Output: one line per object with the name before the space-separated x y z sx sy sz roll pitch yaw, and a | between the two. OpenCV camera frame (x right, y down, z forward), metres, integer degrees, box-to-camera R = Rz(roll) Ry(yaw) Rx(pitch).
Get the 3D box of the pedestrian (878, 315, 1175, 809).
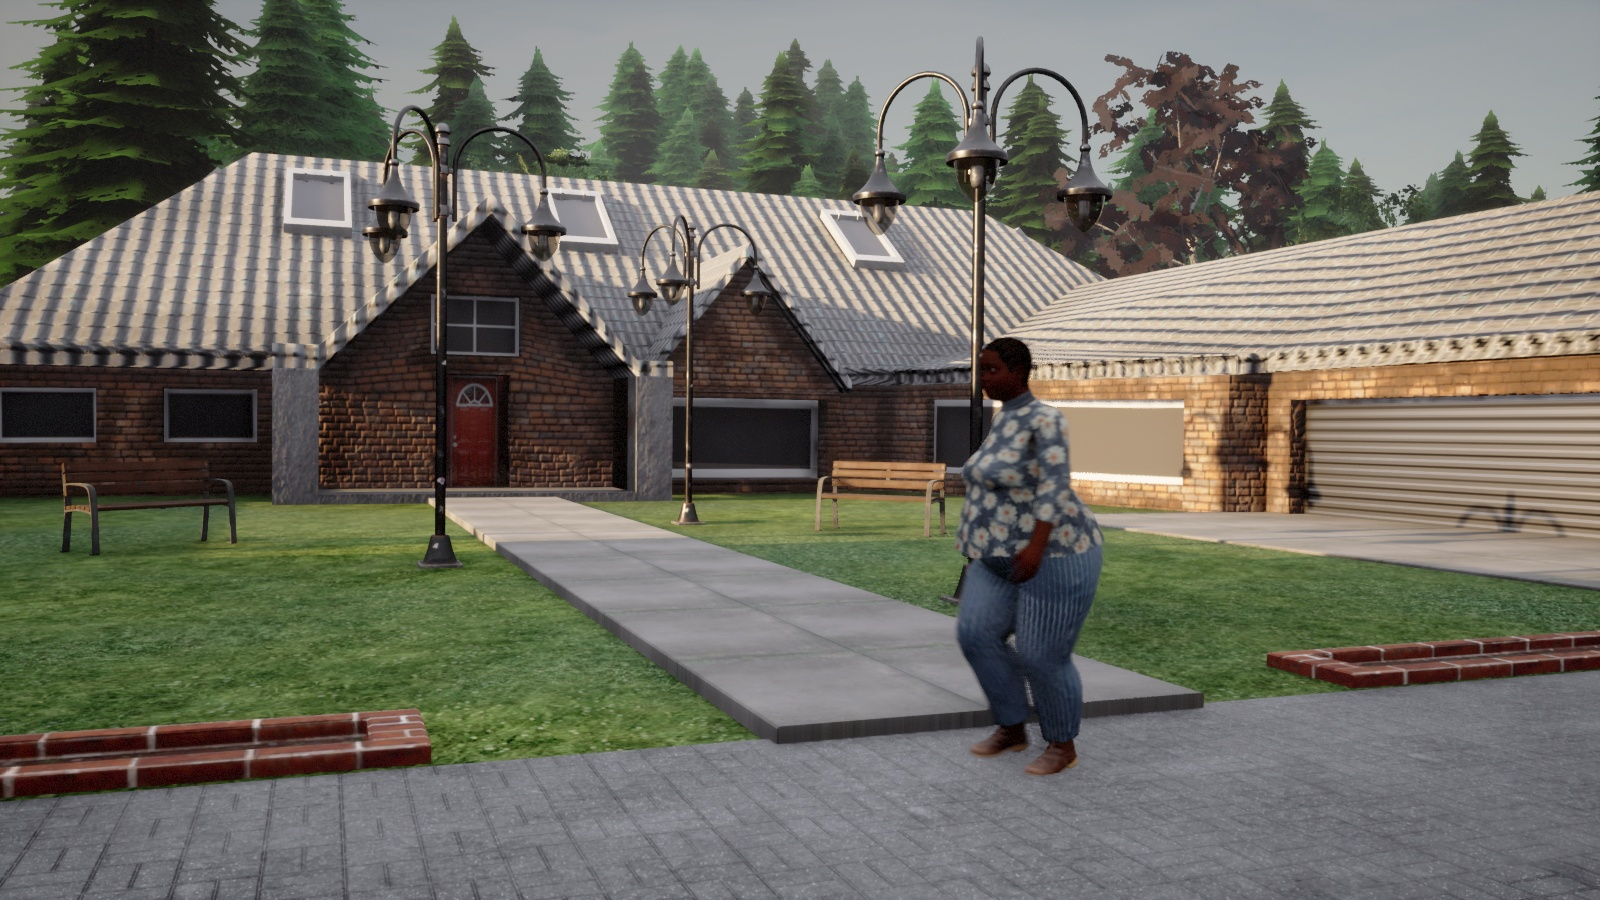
pedestrian | 0.922 0.412 5.275 0.900 1.855 0.874 -1 1 -20
